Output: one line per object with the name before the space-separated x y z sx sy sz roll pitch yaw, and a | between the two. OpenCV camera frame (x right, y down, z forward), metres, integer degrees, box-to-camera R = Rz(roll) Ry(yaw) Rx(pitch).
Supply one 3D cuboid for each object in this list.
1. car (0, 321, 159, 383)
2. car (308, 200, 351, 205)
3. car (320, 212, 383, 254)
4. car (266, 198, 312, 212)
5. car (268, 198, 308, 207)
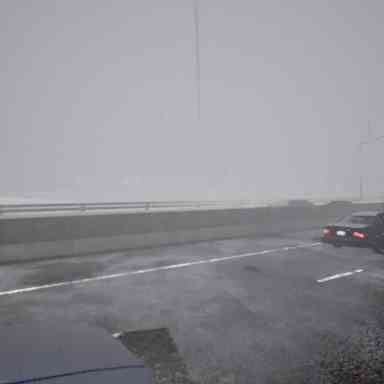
car | -2.757 1.550 1.777 5.357 1.411 2.033 0 0 -36
car | 13.020 1.422 30.193 4.674 1.442 1.812 0 0 -34
car | 7.326 1.494 13.210 5.357 1.411 2.033 0 0 -35
car | 10.879 1.434 37.210 5.357 1.411 2.033 0 0 -34
car | 9.890 1.376 32.285 5.008 1.535 1.882 0 0 -35
